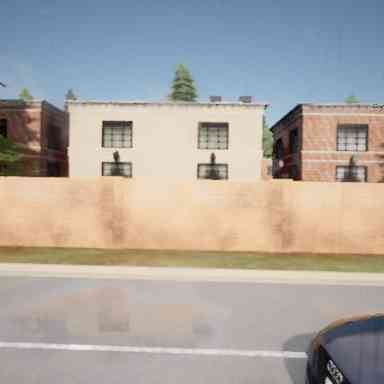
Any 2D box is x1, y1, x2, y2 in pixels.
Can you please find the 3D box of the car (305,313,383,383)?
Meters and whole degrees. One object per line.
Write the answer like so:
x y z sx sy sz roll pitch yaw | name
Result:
3.209 1.593 2.825 4.181 1.385 1.994 1 1 2 | car
